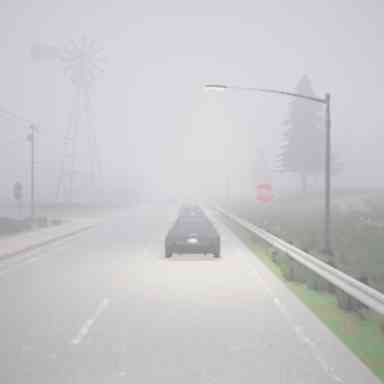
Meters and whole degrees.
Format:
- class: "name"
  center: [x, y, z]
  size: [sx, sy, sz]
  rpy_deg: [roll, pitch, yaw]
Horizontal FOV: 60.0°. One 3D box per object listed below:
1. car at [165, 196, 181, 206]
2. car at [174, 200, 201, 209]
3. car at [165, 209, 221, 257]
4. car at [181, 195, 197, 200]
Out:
- class: "car"
  center: [-3.573, 1.514, 56.845]
  size: [2.128, 1.511, 4.902]
  rpy_deg: [0, 0, 0]
- class: "car"
  center: [-0.167, 1.574, 26.239]
  size: [1.994, 1.385, 4.181]
  rpy_deg: [0, 0, -5]
- class: "car"
  center: [0.038, 1.570, 12.946]
  size: [1.994, 1.385, 4.181]
  rpy_deg: [0, 0, 0]
- class: "car"
  center: [-0.809, 1.369, 72.464]
  size: [2.128, 1.511, 4.902]
  rpy_deg: [0, 0, -29]
